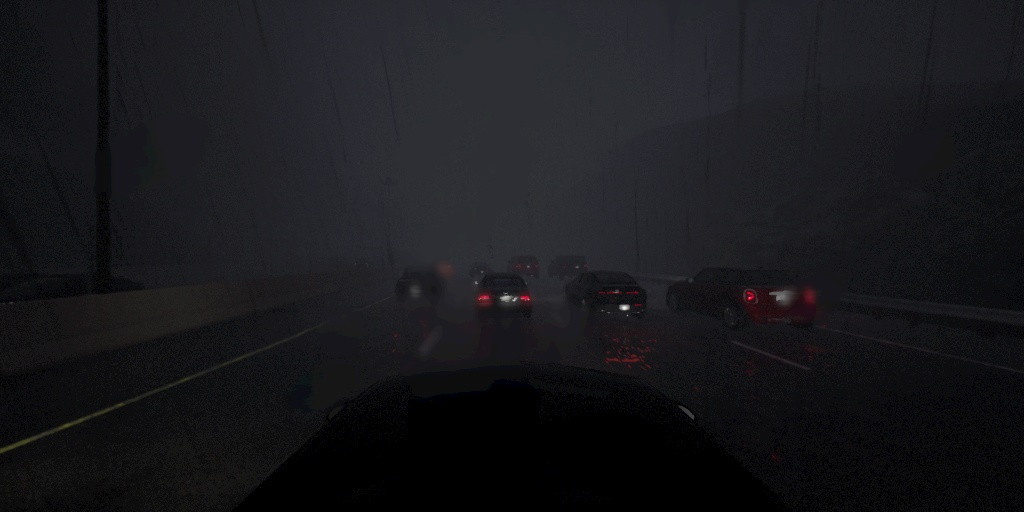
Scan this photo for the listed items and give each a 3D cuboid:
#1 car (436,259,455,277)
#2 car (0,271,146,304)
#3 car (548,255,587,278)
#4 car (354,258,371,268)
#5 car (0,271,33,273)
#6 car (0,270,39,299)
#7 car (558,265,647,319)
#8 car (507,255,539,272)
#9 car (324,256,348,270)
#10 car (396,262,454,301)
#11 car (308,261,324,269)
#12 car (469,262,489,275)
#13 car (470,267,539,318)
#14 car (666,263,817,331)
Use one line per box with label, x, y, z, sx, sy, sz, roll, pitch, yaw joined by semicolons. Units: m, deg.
car;-6.755;1.118;35.364;2.097;1.767;4.553;0;0;-11
car;-14.506;1.308;11.585;1.812;1.442;4.674;0;0;-4
car;4.722;0.962;30.758;2.150;2.045;5.566;0;0;-9
car;-22.239;1.153;53.443;2.097;1.767;4.553;0;0;-17
car;-18.075;1.316;12.599;1.812;1.442;4.674;0;0;-4
car;-25.377;1.407;16.269;1.895;1.301;4.718;0;0;-6
car;3.135;1.248;12.831;1.837;1.490;4.892;0;0;-3
car;0.929;0.971;32.306;2.150;2.045;5.566;0;0;-9
car;-25.836;1.030;53.277;2.150;2.045;5.566;0;0;-17
car;-4.225;1.251;17.325;2.128;1.511;4.902;0;0;-5
car;-30.463;1.420;56.136;1.895;1.301;4.718;0;0;-18
car;-3.163;1.284;35.296;1.812;1.442;4.674;0;0;-10
car;-0.345;1.299;13.012;2.033;1.411;5.357;0;0;-4
car;6.718;1.088;11.171;2.097;1.767;4.553;0;0;-3
